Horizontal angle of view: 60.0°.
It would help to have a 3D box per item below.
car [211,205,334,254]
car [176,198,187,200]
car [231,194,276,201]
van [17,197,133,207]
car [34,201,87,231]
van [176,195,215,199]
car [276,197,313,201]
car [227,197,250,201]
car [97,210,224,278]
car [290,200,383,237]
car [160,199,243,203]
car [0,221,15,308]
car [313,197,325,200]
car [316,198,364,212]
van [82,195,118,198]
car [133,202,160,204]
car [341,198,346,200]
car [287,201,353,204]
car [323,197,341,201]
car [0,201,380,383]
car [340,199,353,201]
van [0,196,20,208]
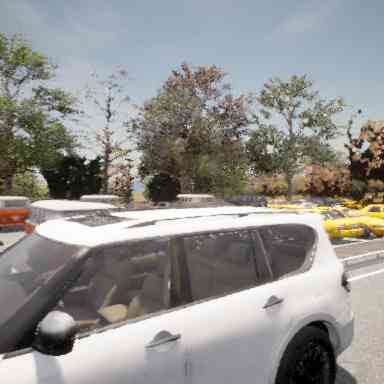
[{"bbox_3d":[3.240,1.450,14.422,2.231,1.521,4.892,0,0,-35],"label":"car"},{"bbox_3d":[-2.150,1.476,26.677,2.163,1.488,4.792,0,0,-35],"label":"car"},{"bbox_3d":[4.732,1.220,31.555,2.435,2.045,5.566,0,0,-35],"label":"car"},{"bbox_3d":[-3.628,1.254,9.705,1.878,1.987,4.442,0,0,-35],"label":"van"},{"bbox_3d":[-8.807,1.465,21.929,2.097,1.535,5.008,0,0,-35],"label":"car"},{"bbox_3d":[0.061,1.226,28.352,1.878,1.987,4.442,0,0,-35],"label":"van"},{"bbox_3d":[9.375,1.489,34.583,1.946,1.575,5.366,0,0,-35],"label":"car"},{"bbox_3d":[2.505,1.490,29.907,2.163,1.488,4.792,0,0,-35],"label":"car"},{"bbox_3d":[-1.311,1.497,11.240,2.163,1.488,4.792,0,0,-35],"label":"car"},{"bbox_3d":[7.765,1.449,17.410,1.946,1.575,5.366,0,0,-35],"label":"car"},{"bbox_3d":[0.950,1.331,12.845,2.185,1.767,4.553,0,0,-35],"label":"car"},{"bbox_3d":[-5.807,1.523,7.981,2.163,1.488,4.792,0,0,-35],"label":"car"},{"bbox_3d":[11.529,1.543,36.334,2.002,1.452,4.674,0,0,-35],"label":"car"},{"bbox_3d":[18.210,1.535,41.067,2.097,1.535,5.008,0,0,-35],"label":"car"},{"bbox_3d":[-6.469,1.229,23.447,1.878,1.987,4.442,0,0,-36],"label":"van"},{"bbox_3d":[-4.303,1.477,25.151,2.163,1.488,4.792,0,0,-35],"label":"car"},{"bbox_3d":[15.928,1.399,39.494,2.185,1.767,4.553,0,0,-35],"label":"car"},{"bbox_3d":[5.387,1.445,16.179,1.946,1.575,5.366,0,0,-35],"label":"car"},{"bbox_3d":[13.804,1.544,37.915,2.163,1.488,4.792,0,0,-35],"label":"car"},{"bbox_3d":[-0.707,1.218,3.182,5.566,2.045,2.150,0,0,-36],"label":"car"},{"bbox_3d":[12.394,1.469,20.691,1.946,1.575,5.366,0,0,-35],"label":"car"},{"bbox_3d":[-11.132,1.253,20.417,1.878,1.987,4.442,0,0,-35],"label":"van"}]
